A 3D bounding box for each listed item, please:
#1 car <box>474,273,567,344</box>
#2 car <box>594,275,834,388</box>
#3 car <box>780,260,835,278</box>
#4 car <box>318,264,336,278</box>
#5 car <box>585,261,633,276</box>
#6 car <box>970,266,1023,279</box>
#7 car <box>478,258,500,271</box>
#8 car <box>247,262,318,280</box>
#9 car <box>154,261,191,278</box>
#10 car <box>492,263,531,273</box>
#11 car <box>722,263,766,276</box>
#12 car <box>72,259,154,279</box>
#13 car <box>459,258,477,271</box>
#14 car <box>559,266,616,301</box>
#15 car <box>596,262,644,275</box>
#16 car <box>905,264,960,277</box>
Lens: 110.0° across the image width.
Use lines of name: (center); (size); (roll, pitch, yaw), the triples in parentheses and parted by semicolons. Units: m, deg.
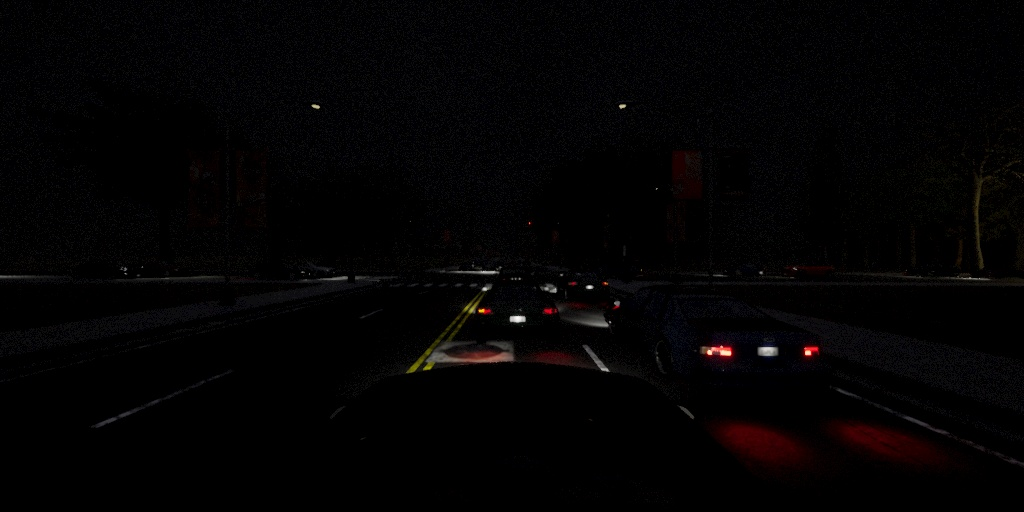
car: (0.107, 1.317, 9.659); (1.994, 1.385, 4.181); (0, 0, 0)
car: (3.352, 1.299, 7.207); (2.033, 1.411, 5.357); (0, 0, 0)
car: (30.586, 1.333, 37.197); (4.553, 1.767, 2.097); (0, 0, 0)
car: (-18.923, 1.274, 33.396); (4.674, 1.442, 1.812); (0, 0, -1)
car: (10.883, 1.389, 40.462); (4.892, 1.490, 1.837); (0, 0, 4)
car: (50.593, 1.697, 37.254); (4.181, 1.385, 1.994); (1, 0, 0)
car: (-3.313, 1.384, 52.753); (2.128, 1.511, 4.902); (0, 0, 0)
car: (-19.446, 1.247, 30.140); (4.892, 1.490, 1.837); (0, 0, -1)
car: (-32.775, 1.178, 33.265); (5.008, 1.535, 1.882); (1, 0, 0)
car: (0.099, 1.277, 18.565); (1.837, 1.490, 4.892); (0, 0, 0)
car: (26.091, 1.523, 40.412); (4.181, 1.385, 1.994); (0, 0, 0)
car: (-33.548, 1.045, 30.008); (4.553, 1.767, 2.097); (0, 0, -1)
car: (-6.565, 1.394, 52.201); (1.837, 1.490, 4.892); (0, 0, 0)
car: (3.358, 1.333, 17.553); (1.994, 1.385, 4.181); (0, 0, 0)
car: (10.726, 1.426, 36.984); (5.357, 1.411, 2.033); (0, 0, -2)
car: (47.455, 1.608, 40.514); (4.892, 1.490, 1.837); (1, 0, 0)
